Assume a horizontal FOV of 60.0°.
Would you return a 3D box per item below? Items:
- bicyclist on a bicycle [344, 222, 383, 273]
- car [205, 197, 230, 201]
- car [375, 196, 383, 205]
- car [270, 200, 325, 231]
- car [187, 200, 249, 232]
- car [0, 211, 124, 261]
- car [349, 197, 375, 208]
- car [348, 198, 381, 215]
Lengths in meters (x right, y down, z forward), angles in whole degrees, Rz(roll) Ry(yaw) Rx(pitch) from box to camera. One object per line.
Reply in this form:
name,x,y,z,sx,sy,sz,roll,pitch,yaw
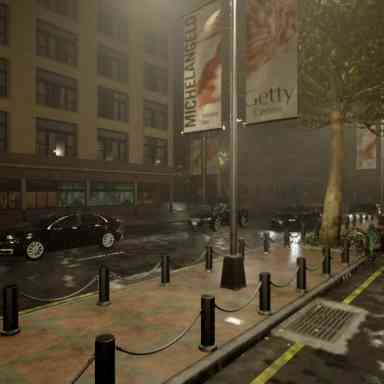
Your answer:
bicyclist on a bicycle,5.322,1.339,9.321,0.582,1.620,1.656,4,34,-50
car,3.882,1.505,51.562,4.892,1.490,1.837,0,0,38
car,35.493,1.540,61.297,2.033,1.411,5.357,0,0,40
car,6.641,1.504,20.998,1.837,1.490,4.892,0,0,40
car,1.705,1.492,20.468,2.128,1.511,4.902,0,0,40
car,-4.861,1.505,12.552,1.837,1.490,4.892,0,0,40
car,25.206,1.547,49.160,2.033,1.411,5.357,0,0,43
car,17.675,1.564,34.368,1.994,1.385,4.181,0,0,40
